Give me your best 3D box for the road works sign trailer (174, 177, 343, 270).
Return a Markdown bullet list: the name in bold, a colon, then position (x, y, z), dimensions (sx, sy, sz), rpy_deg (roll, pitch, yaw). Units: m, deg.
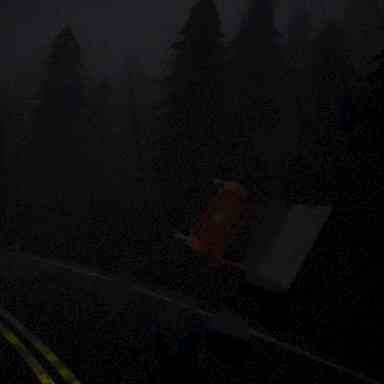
- **road works sign trailer**: position (1.923, 1.324, 8.665), dimensions (2.880, 2.380, 3.560), rpy_deg (45, -20, -22)
